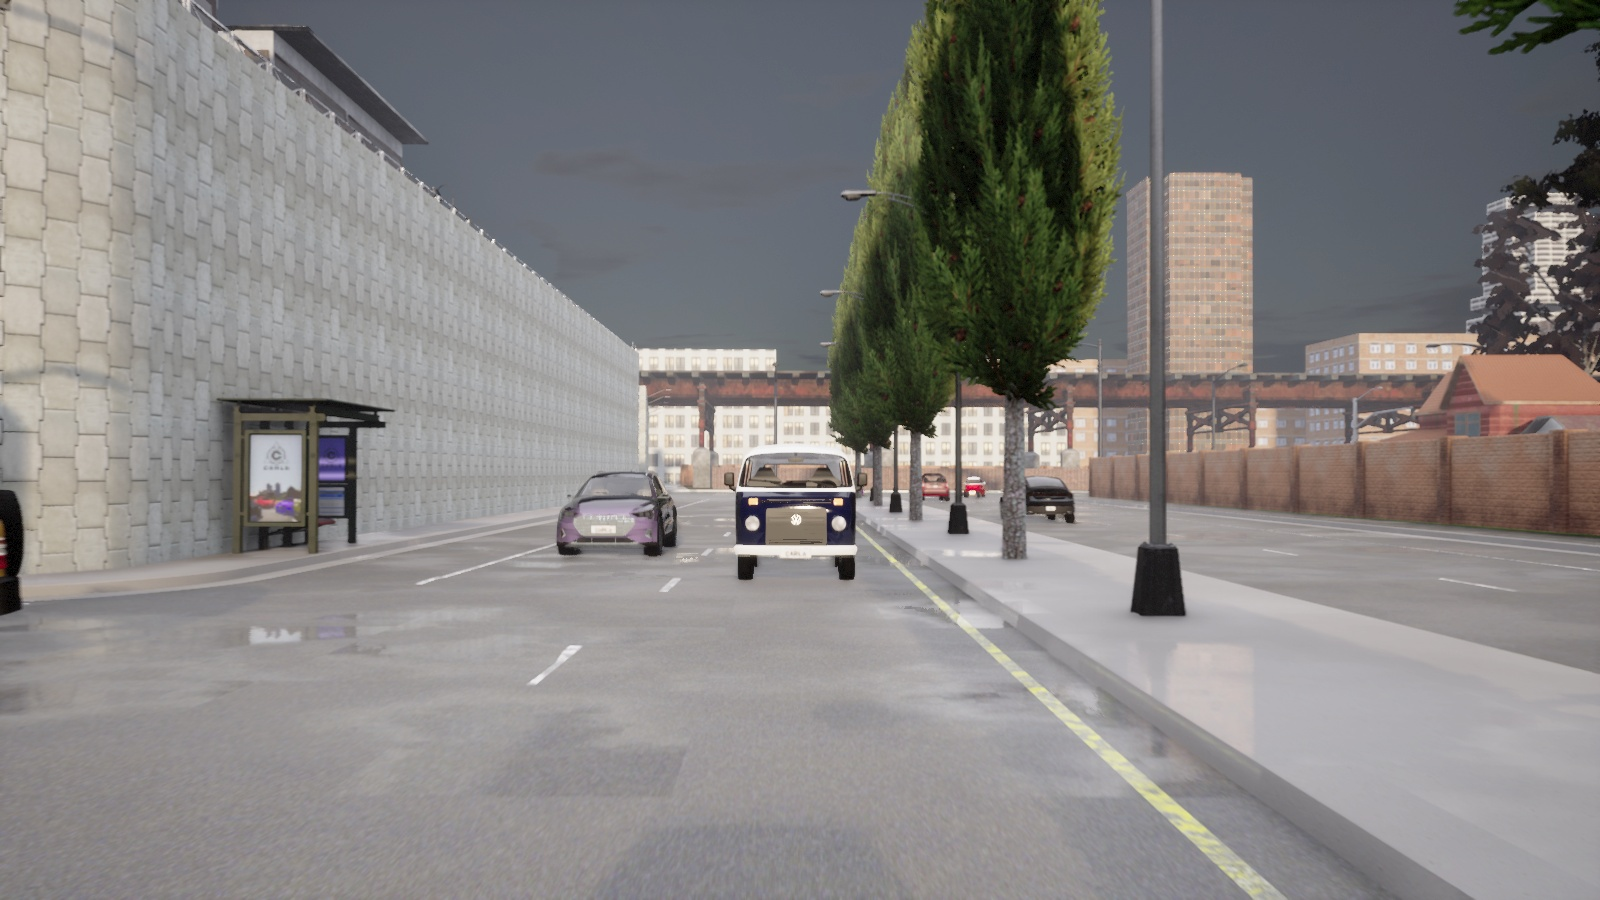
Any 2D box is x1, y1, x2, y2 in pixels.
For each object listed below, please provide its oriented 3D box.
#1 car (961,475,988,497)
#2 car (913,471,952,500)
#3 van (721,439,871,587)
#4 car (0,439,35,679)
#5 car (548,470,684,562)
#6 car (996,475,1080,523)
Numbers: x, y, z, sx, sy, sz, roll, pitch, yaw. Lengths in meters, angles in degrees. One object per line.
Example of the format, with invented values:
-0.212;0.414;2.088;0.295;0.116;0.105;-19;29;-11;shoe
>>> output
11.735;2.412;84.319;1.481;1.376;2.207;-1;-1;15;car
7.792;2.086;74.342;1.851;1.617;3.988;0;-1;0;car
-0.058;0.915;19.614;2.069;2.038;4.480;0;-1;0;van
-8.394;0.825;9.104;4.605;1.855;1.932;1;0;-40;car
-3.573;1.245;25.260;2.033;1.649;4.856;0;-1;0;car
7.882;1.581;42.011;1.837;1.490;4.892;0;-1;0;car
